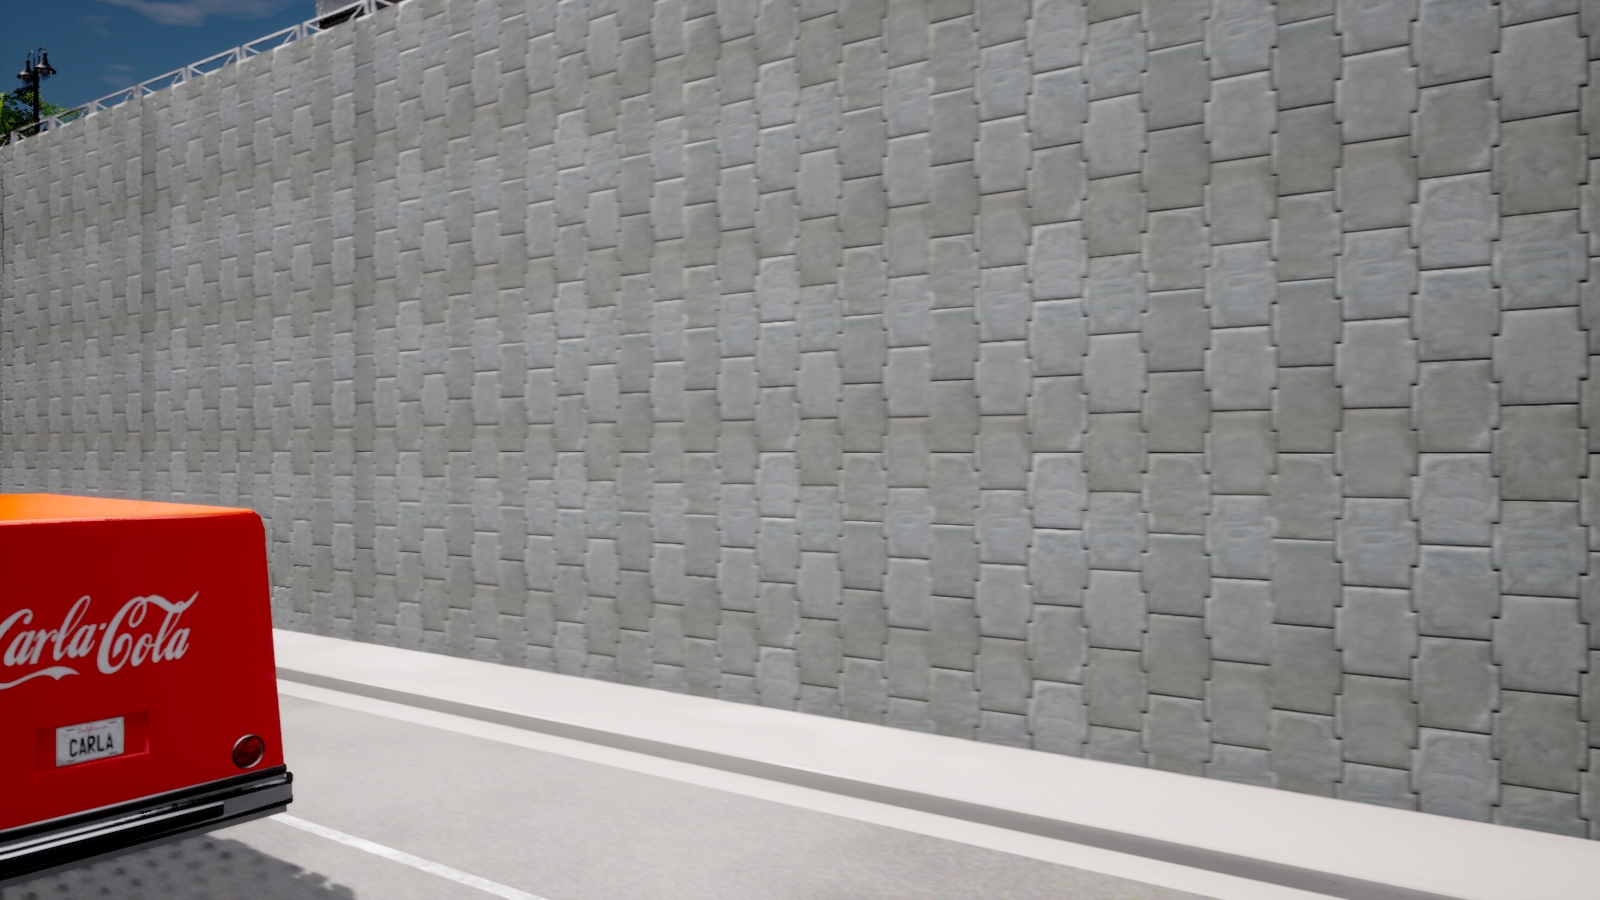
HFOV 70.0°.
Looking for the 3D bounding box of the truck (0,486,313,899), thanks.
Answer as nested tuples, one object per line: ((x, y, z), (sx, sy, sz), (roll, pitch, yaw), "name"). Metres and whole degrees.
((-6.122, 1.568, 8.045), (5.204, 2.467, 2.627), (0, 0, 36), "truck")
